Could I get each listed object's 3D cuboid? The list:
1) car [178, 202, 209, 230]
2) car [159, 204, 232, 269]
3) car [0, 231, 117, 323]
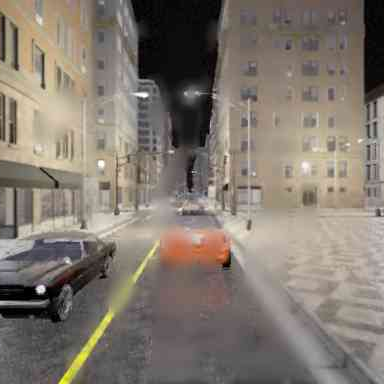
[{"bbox_3d":[0.097,1.526,22.342,1.882,1.535,5.008,0,0,0],"label":"car"},{"bbox_3d":[0.094,1.378,11.403,2.097,1.767,4.553,0,0,0],"label":"car"},{"bbox_3d":[-3.091,1.617,7.359,1.895,1.301,4.718,0,0,0],"label":"car"}]
